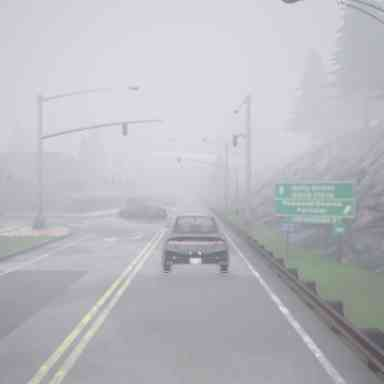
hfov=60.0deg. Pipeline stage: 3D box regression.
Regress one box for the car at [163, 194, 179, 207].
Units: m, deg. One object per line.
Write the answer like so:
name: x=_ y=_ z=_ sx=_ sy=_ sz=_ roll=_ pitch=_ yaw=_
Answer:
car: x=-3.467 y=1.542 z=52.878 sx=1.882 sy=1.535 sz=5.008 roll=0 pitch=0 yaw=0

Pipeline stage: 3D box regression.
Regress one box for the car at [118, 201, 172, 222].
car: x=-4.121 y=1.656 z=27.549 sx=4.181 sy=1.385 sz=1.994 roll=-1 pitch=0 yaw=32

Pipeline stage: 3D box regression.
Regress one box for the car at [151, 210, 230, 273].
car: x=0.101 y=1.505 z=10.734 sx=2.128 sy=1.511 sz=4.902 roll=0 pitch=0 yaw=0

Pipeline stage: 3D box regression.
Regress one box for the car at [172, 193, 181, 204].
car: x=-3.364 y=1.307 z=68.489 sx=2.150 sy=2.045 sz=5.566 roll=0 pitch=0 yaw=0
